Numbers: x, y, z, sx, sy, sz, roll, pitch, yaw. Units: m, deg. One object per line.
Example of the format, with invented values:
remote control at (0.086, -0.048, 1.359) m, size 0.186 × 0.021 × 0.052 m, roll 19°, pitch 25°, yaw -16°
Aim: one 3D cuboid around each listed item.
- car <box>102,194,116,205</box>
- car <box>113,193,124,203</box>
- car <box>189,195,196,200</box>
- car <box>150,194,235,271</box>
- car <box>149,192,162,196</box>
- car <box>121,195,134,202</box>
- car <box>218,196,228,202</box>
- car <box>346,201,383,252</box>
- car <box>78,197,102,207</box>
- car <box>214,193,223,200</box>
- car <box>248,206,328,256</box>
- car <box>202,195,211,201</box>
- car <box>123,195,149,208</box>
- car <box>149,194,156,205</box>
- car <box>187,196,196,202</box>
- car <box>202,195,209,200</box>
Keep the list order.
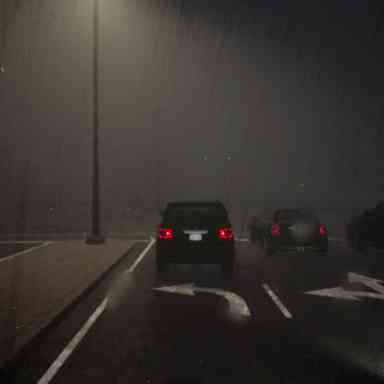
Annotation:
car at (-15.073, 1.546, 57.319) m, size 1.895 × 1.301 × 4.718 m, roll 0°, pitch 0°, yaw 0°
car at (-15.021, 1.159, 67.215) m, size 2.150 × 2.045 × 5.566 m, roll 0°, pitch 0°, yaw 0°
car at (0.223, 1.508, 90.702) m, size 1.895 × 1.301 × 4.718 m, roll 0°, pitch 0°, yaw 1°
car at (0.068, 1.212, 10.987) m, size 2.150 × 2.045 × 5.566 m, roll 0°, pitch 0°, yaw -1°
car at (-8.022, 1.159, 68.773) m, size 2.150 × 2.045 × 5.566 m, roll 0°, pitch 0°, yaw 0°
car at (-15.015, 1.450, 77.315) m, size 2.128 × 1.511 × 4.902 m, roll 0°, pitch 0°, yaw 0°
car at (6.980, 1.523, 74.844) m, size 1.895 × 1.301 × 4.718 m, roll 0°, pitch 0°, yaw 0°
car at (7.088, 1.213, 10.620) m, size 2.150 × 2.045 × 5.566 m, roll 0°, pitch 0°, yaw 0°
car at (-15.104, 1.517, 48.566) m, size 1.994 × 1.385 × 4.181 m, roll 0°, pitch 0°, yaw 0°
car at (7.226, 1.268, 90.747) m, size 2.097 × 1.767 × 4.553 m, roll 0°, pitch 0°, yaw 1°
car at (3.590, 1.339, 13.217) m, size 2.097 × 1.767 × 4.553 m, roll 0°, pitch 0°, yaw 0°
car at (3.518, 1.400, 81.082) m, size 1.882 × 1.535 × 5.008 m, roll 0°, pitch 0°, yaw 1°
car at (-8.108, 1.445, 48.505) m, size 2.128 × 1.511 × 4.902 m, roll 0°, pitch 0°, yaw 0°
car at (-8.073, 1.491, 58.252) m, size 2.033 × 1.411 × 5.357 m, roll 0°, pitch 0°, yaw 1°
car at (-0.011, 1.526, 72.285) m, size 1.895 × 1.301 × 4.718 m, roll 0°, pitch 0°, yaw 0°
car at (3.735, 1.507, 91.149) m, size 1.895 × 1.301 × 4.718 m, roll 0°, pitch 0°, yaw 1°
